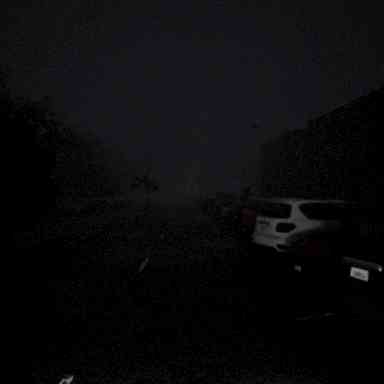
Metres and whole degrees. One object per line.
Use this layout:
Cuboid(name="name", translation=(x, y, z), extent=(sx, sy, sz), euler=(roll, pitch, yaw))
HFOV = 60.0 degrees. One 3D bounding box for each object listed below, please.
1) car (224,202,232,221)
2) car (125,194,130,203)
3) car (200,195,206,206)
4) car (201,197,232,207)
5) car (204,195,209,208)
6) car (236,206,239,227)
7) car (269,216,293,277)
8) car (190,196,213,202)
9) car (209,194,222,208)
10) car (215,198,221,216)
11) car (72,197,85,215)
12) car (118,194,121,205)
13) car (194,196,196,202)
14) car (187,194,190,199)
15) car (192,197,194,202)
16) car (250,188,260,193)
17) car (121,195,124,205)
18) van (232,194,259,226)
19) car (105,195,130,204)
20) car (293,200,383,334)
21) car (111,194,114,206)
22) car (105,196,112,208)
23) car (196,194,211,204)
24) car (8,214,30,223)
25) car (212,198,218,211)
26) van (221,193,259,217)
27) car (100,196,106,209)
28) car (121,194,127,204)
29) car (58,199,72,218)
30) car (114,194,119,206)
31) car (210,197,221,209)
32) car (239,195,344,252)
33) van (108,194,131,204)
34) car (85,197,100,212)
Cuboid(name="car", translation=(4.779, 1.545, 20.454), extent=(4.792, 1.488, 2.163), euler=(1, 0, -20))
Cuboid(name="car", translation=(-15.348, 1.629, 65.505), extent=(5.366, 1.575, 1.946), euler=(-1, 0, -24))
Cuboid(name="car", translation=(4.267, 1.552, 47.598), extent=(5.008, 1.535, 2.097), euler=(1, 0, -23))
Cuboid(name="car", translation=(3.966, 1.600, 53.638), extent=(4.674, 1.452, 2.002), euler=(1, 0, -23))
Cuboid(name="car", translation=(4.473, 1.544, 41.564), extent=(5.008, 1.535, 2.097), euler=(1, 0, -22))
Cuboid(name="car", translation=(4.758, 1.506, 14.421), extent=(5.008, 1.535, 2.097), euler=(1, 0, -20))
Cuboid(name="car", translation=(4.758, 1.496, 8.410), extent=(5.008, 1.535, 2.097), euler=(1, 0, -20))
Cuboid(name="car", translation=(2.274, 1.628, 77.699), extent=(4.792, 1.488, 2.163), euler=(1, 0, -26))
Cuboid(name="car", translation=(4.602, 1.411, 35.518), extent=(4.553, 1.767, 2.185), euler=(1, 0, -21))
Cuboid(name="car", translation=(4.904, 1.524, 26.537), extent=(5.366, 1.575, 1.946), euler=(1, 0, -20))
Cuboid(name="car", translation=(-13.552, 1.565, 33.048), extent=(5.008, 1.535, 2.097), euler=(-1, 0, -21))
Cuboid(name="car", translation=(-14.317, 1.480, 53.777), extent=(4.553, 1.767, 2.185), euler=(-1, 0, -23))
Cuboid(name="car", translation=(3.394, 1.612, 62.682), extent=(4.674, 1.452, 2.002), euler=(1, 0, -24))
Cuboid(name="car", translation=(2.220, 1.584, 74.639), extent=(5.366, 1.575, 1.946), euler=(1, 0, -26))
Cuboid(name="car", translation=(3.180, 1.577, 65.693), extent=(4.892, 1.521, 2.231), euler=(1, 0, -25))
Cuboid(name="car", translation=(16.906, 0.330, 89.893), extent=(2.002, 1.452, 4.674), euler=(-7, 4, -30))
Cuboid(name="car", translation=(-14.523, 1.652, 56.722), extent=(4.674, 1.452, 2.002), euler=(-1, 0, -23))
Cuboid(name="van", translation=(4.650, 1.283, 17.385), extent=(4.442, 1.987, 1.878), euler=(1, 0, -20))
Cuboid(name="car", translation=(-15.402, 1.509, 68.546), extent=(4.553, 1.767, 2.185), euler=(-1, 0, -25))
Cuboid(name="car", translation=(4.781, 1.240, 5.421), extent=(5.566, 2.045, 2.435), euler=(1, 0, -20))
Cuboid(name="car", translation=(-14.066, 1.469, 47.845), extent=(4.553, 1.767, 2.185), euler=(-1, 0, -22))
Cuboid(name="car", translation=(-13.897, 1.587, 44.893), extent=(5.008, 1.535, 2.097), euler=(-1, 0, -22))
Cuboid(name="car", translation=(4.104, 1.304, 50.602), extent=(5.566, 2.045, 2.435), euler=(1, 0, -23))
Cuboid(name="car", translation=(-13.478, 1.292, 21.161), extent=(5.566, 2.045, 2.435), euler=(-1, 0, -20))
Cuboid(name="car", translation=(4.719, 1.529, 29.480), extent=(5.008, 1.535, 2.097), euler=(1, 0, -21))
Cuboid(name="van", translation=(4.640, 1.293, 23.410), extent=(4.442, 1.987, 1.878), euler=(1, 0, -20))
Cuboid(name="car", translation=(-13.764, 1.611, 41.951), extent=(4.792, 1.488, 2.163), euler=(-1, 0, -22))
Cuboid(name="car", translation=(-14.725, 1.658, 59.676), extent=(4.674, 1.452, 2.002), euler=(-1, 0, -24))
Cuboid(name="car", translation=(-13.488, 1.433, 30.093), extent=(4.553, 1.767, 2.185), euler=(-1, 0, -21))
Cuboid(name="car", translation=(-14.350, 1.599, 50.735), extent=(5.366, 1.575, 1.946), euler=(-1, 0, -23))
Cuboid(name="car", translation=(4.662, 1.534, 32.499), extent=(4.892, 1.521, 2.231), euler=(1, 0, -21))
Cuboid(name="car", translation=(4.782, 1.250, 11.430), extent=(5.566, 2.045, 2.435), euler=(1, 0, -20))
Cuboid(name="van", translation=(-15.600, 1.414, 71.533), extent=(4.442, 1.987, 1.878), euler=(-1, 0, -25))
Cuboid(name="car", translation=(-13.727, 1.606, 38.957), extent=(4.792, 1.488, 2.163), euler=(-1, 0, -22))
